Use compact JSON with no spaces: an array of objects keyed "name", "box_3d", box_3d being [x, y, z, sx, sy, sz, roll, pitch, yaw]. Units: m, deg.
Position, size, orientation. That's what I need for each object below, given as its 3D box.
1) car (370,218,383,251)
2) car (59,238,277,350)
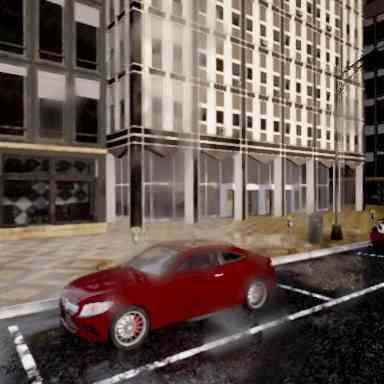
[{"name":"car","box_3d":[8.801,1.248,12.629,5.009,1.841,2.192,0,0,-36]},{"name":"car","box_3d":[-0.198,1.567,6.141,4.206,1.307,1.802,0,0,-36]}]
